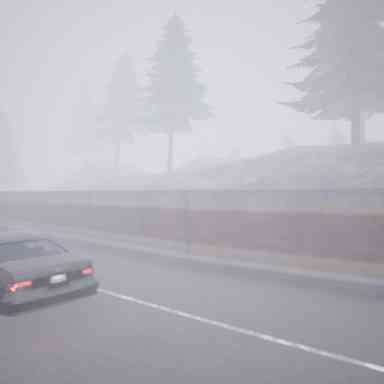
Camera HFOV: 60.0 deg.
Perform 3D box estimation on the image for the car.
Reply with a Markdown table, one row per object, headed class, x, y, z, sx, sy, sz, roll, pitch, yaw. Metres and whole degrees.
| class | x | y | z | sx | sy | sz | roll | pitch | yaw |
| --- | --- | --- | --- | --- | --- | --- | --- | --- | --- |
| car | -4.289 | 1.575 | 7.425 | 5.357 | 1.411 | 2.033 | 0 | 0 | 39 |
